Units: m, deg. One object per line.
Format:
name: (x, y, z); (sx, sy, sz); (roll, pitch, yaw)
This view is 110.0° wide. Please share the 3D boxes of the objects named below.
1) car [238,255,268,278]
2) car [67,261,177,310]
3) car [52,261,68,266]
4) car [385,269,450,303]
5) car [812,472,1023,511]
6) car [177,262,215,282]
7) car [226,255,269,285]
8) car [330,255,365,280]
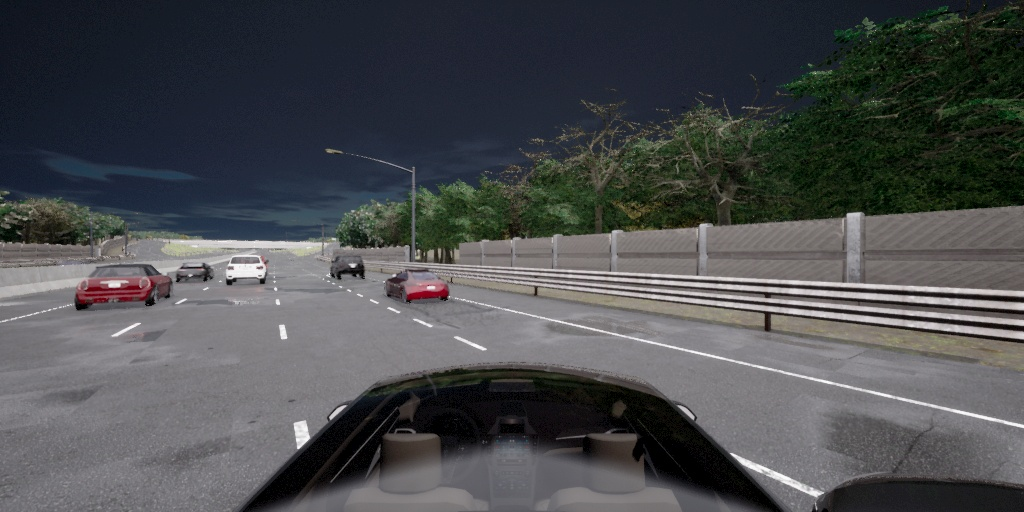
car: (-25.263, 0.947, 35.091); (2.150, 2.045, 5.566); (0, 0, -34)
car: (-16.071, 1.100, 15.115); (2.097, 1.767, 4.553); (0, 0, -35)
car: (-41.377, 1.206, 33.665); (2.128, 1.511, 4.902); (0, 0, -34)
car: (-4.539, 1.311, 16.787); (1.994, 1.385, 4.181); (0, 0, -34)
car: (2.987, 1.315, 0.391); (4.181, 1.385, 1.994); (0, 0, 34)
car: (-24.996, 1.222, 28.388); (2.128, 1.511, 4.902); (0, 0, -34)
car: (-19.273, 0.957, 26.139); (2.150, 2.045, 5.566); (0, 0, -34)
car: (-14.546, 0.954, 31.644); (2.150, 2.045, 5.566); (0, 0, -34)
